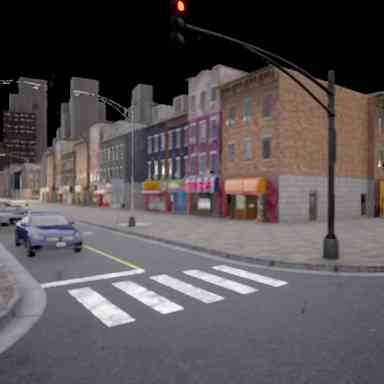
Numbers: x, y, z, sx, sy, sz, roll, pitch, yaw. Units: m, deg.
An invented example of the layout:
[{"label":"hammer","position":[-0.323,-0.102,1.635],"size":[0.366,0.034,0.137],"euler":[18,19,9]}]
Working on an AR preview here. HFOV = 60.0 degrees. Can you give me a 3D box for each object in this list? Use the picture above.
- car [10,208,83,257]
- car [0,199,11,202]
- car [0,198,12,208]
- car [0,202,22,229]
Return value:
[{"label":"car","position":[-5.848,1.543,13.335],"size":[1.812,1.442,4.674],"euler":[0,0,-35]},{"label":"car","position":[-17.720,1.579,30.025],"size":[2.033,1.411,5.357],"euler":[0,0,-35]},{"label":"car","position":[-28.750,1.669,50.593],"size":[1.895,1.301,4.718],"euler":[0,0,-35]},{"label":"car","position":[-11.590,1.586,21.396],"size":[1.994,1.385,4.181],"euler":[0,0,-35]}]
